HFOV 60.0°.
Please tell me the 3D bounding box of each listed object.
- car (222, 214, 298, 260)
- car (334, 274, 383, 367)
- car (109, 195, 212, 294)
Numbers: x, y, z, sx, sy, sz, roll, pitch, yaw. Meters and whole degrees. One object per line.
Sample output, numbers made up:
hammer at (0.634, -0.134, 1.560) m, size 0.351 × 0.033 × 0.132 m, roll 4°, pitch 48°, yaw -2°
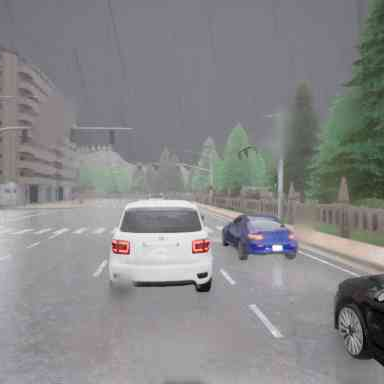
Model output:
car at (2.348, 1.526, 12.328) m, size 1.812 × 1.442 × 4.674 m, roll 0°, pitch 0°, yaw -6°
car at (3.123, 1.492, 3.100) m, size 2.128 × 1.511 × 4.902 m, roll 0°, pitch 0°, yaw -3°
car at (-0.798, 1.221, 8.969) m, size 2.150 × 2.045 × 5.566 m, roll 0°, pitch 0°, yaw -5°
